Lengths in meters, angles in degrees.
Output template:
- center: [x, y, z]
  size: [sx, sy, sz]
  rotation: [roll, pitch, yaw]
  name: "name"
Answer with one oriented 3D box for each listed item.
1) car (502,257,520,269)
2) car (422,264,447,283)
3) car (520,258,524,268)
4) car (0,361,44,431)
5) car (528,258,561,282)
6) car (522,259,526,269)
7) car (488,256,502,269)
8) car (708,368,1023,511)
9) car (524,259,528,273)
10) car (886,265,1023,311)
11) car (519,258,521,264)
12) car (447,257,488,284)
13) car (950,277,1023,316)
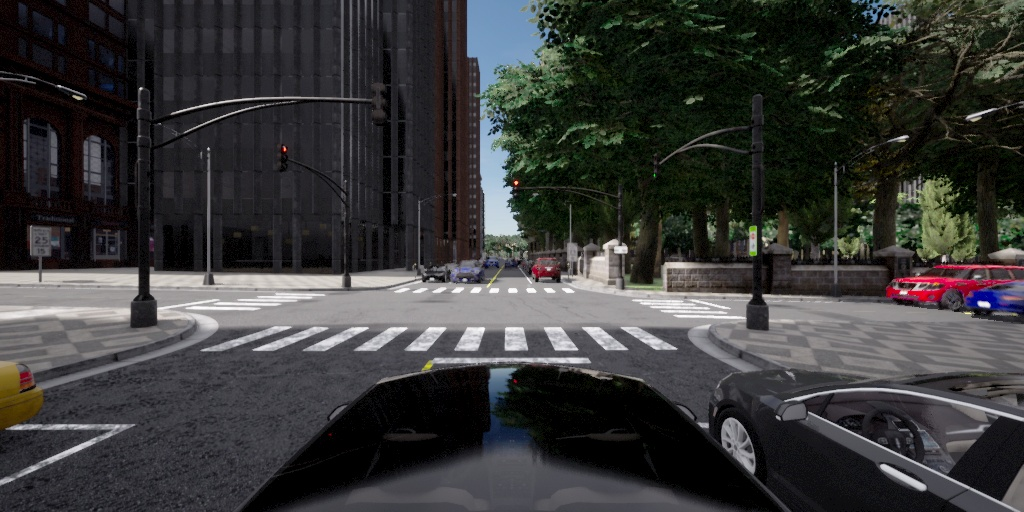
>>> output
- center: [-0.140, 1.145, 58.667]
  size: [2.097, 1.767, 4.553]
  rotation: [0, 0, 0]
  name: "car"
- center: [-5.852, 1.326, 28.411]
  size: [1.948, 1.339, 4.313]
  rotation: [0, 0, 0]
  name: "car"
- center: [2.599, 1.334, 50.275]
  size: [2.007, 1.370, 4.403]
  rotation: [0, 0, 0]
  name: "car"
- center: [-5.760, 1.275, 1.577]
  size: [1.751, 1.417, 4.829]
  rotation: [0, 0, 0]
  name: "car"
- center: [2.673, 1.075, 28.450]
  size: [2.192, 1.841, 5.009]
  rotation: [0, 0, 0]
  name: "car"
- center: [2.618, 1.328, 44.818]
  size: [2.007, 1.370, 4.403]
  rotation: [0, 0, 0]
  name: "car"
- center: [-3.239, 1.016, 58.632]
  size: [2.150, 2.045, 5.566]
  rotation: [0, 0, 0]
  name: "car"
- center: [2.764, 1.300, 1.785]
  size: [2.007, 1.370, 4.403]
  rotation: [0, 0, 0]
  name: "car"
- center: [2.636, 1.337, 39.362]
  size: [1.948, 1.339, 4.313]
  rotation: [0, 0, 0]
  name: "car"
- center: [20.975, 1.425, 16.686]
  size: [5.566, 2.045, 2.150]
  rotation: [1, 0, -1]
  name: "car"
- center: [2.581, 1.230, 55.732]
  size: [1.967, 1.591, 4.097]
  rotation: [0, 0, 0]
  name: "car"
- center: [-3.239, 1.112, 27.181]
  size: [2.097, 1.767, 4.553]
  rotation: [0, 0, 1]
  name: "car"
- center: [20.073, 1.707, 13.509]
  size: [4.674, 1.442, 1.812]
  rotation: [1, 0, 0]
  name: "car"
